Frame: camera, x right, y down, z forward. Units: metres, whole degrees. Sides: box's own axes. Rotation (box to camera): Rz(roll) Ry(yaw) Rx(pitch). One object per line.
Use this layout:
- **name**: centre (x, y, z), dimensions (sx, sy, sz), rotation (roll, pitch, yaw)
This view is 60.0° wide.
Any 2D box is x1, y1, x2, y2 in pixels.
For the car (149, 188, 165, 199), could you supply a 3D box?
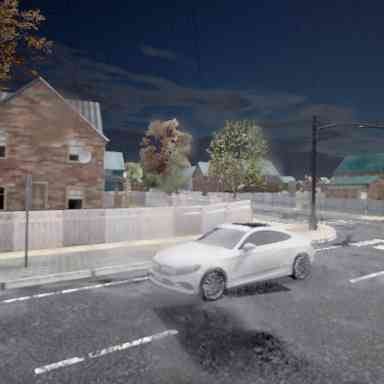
- **car**: centre (-6.481, 0.338, 61.704), dimensions (2.150, 2.045, 5.566), rotation (1, 0, -21)

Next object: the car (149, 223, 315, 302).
- **car**: centre (1.203, 1.535, 8.381), dimensions (4.674, 1.442, 1.812), rotation (0, 0, -35)
